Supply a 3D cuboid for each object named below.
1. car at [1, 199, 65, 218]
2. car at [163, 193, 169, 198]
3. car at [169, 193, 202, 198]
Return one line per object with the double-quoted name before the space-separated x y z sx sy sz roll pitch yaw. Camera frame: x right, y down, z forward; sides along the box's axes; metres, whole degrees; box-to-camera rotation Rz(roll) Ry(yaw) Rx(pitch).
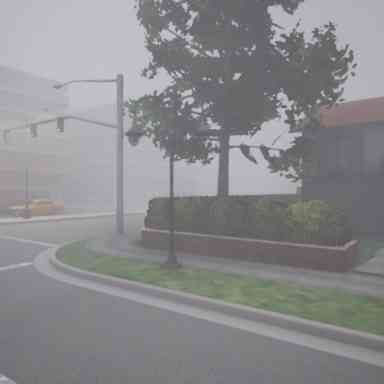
"car" -14.150 1.446 30.341 1.882 1.535 5.008 0 1 36
"car" -3.251 1.184 51.356 2.150 2.045 5.566 0 0 36
"car" -0.418 1.188 49.303 2.150 2.045 5.566 0 0 36
